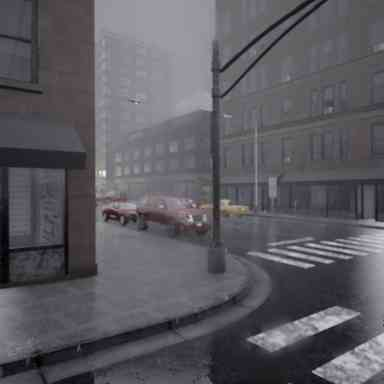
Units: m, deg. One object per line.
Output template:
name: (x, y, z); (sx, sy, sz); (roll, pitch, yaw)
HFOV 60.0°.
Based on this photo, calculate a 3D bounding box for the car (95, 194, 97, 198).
car: (-14.175, 0.878, 45.205); (1.837, 1.490, 4.892); (0, 1, -35)

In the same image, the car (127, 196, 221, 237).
car: (-1.132, 1.136, 17.106); (2.192, 1.841, 5.009); (1, 0, -36)

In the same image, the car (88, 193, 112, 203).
car: (-13.495, 0.879, 48.748); (2.008, 1.369, 4.403); (0, 0, -36)

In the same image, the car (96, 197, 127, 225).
car: (-4.348, 1.286, 21.549); (1.887, 1.381, 4.507); (1, 0, -36)

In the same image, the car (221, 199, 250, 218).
car: (2.466, 1.218, 26.674); (1.752, 1.417, 4.829); (1, 0, -36)

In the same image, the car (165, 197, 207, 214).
car: (-0.647, 1.200, 30.978); (1.802, 1.307, 4.206); (1, 0, -36)

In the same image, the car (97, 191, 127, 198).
car: (-10.280, 0.713, 44.304); (2.192, 1.841, 5.009); (0, 0, -36)
